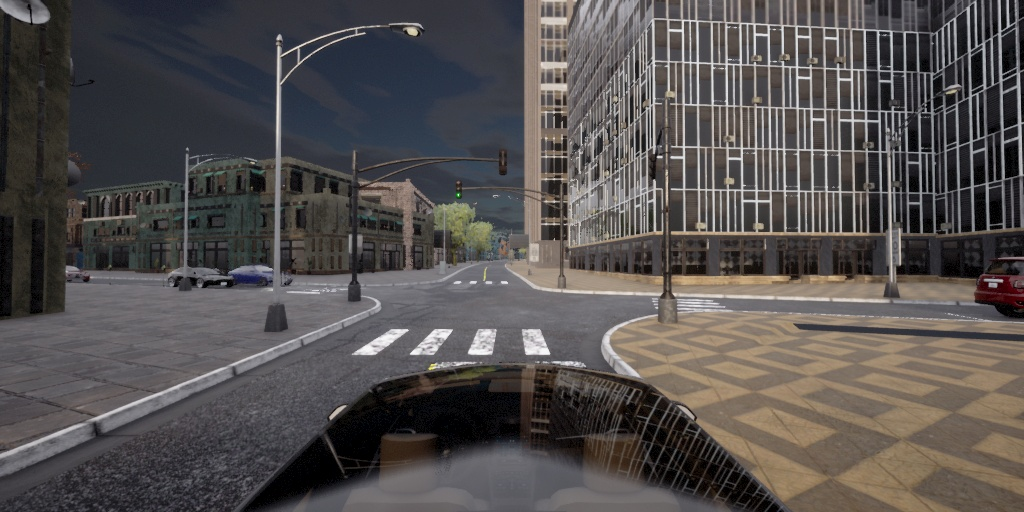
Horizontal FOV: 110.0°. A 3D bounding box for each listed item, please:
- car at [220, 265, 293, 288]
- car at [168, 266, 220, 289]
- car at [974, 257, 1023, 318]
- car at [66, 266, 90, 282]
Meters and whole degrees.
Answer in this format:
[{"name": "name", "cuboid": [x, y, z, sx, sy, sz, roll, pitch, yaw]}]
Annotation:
[{"name": "car", "cuboid": [-17.233, 1.330, 24.497, 4.674, 1.442, 1.812, 0, -1, 20]}, {"name": "car", "cuboid": [-19.659, 1.327, 22.626, 4.313, 1.339, 1.948, 0, 0, 20]}, {"name": "car", "cuboid": [16.299, 0.924, 9.655, 5.009, 1.841, 2.192, 0, 0, 20]}, {"name": "car", "cuboid": [-35.324, 1.407, 28.216, 4.207, 1.307, 1.802, 0, 0, 20]}]
